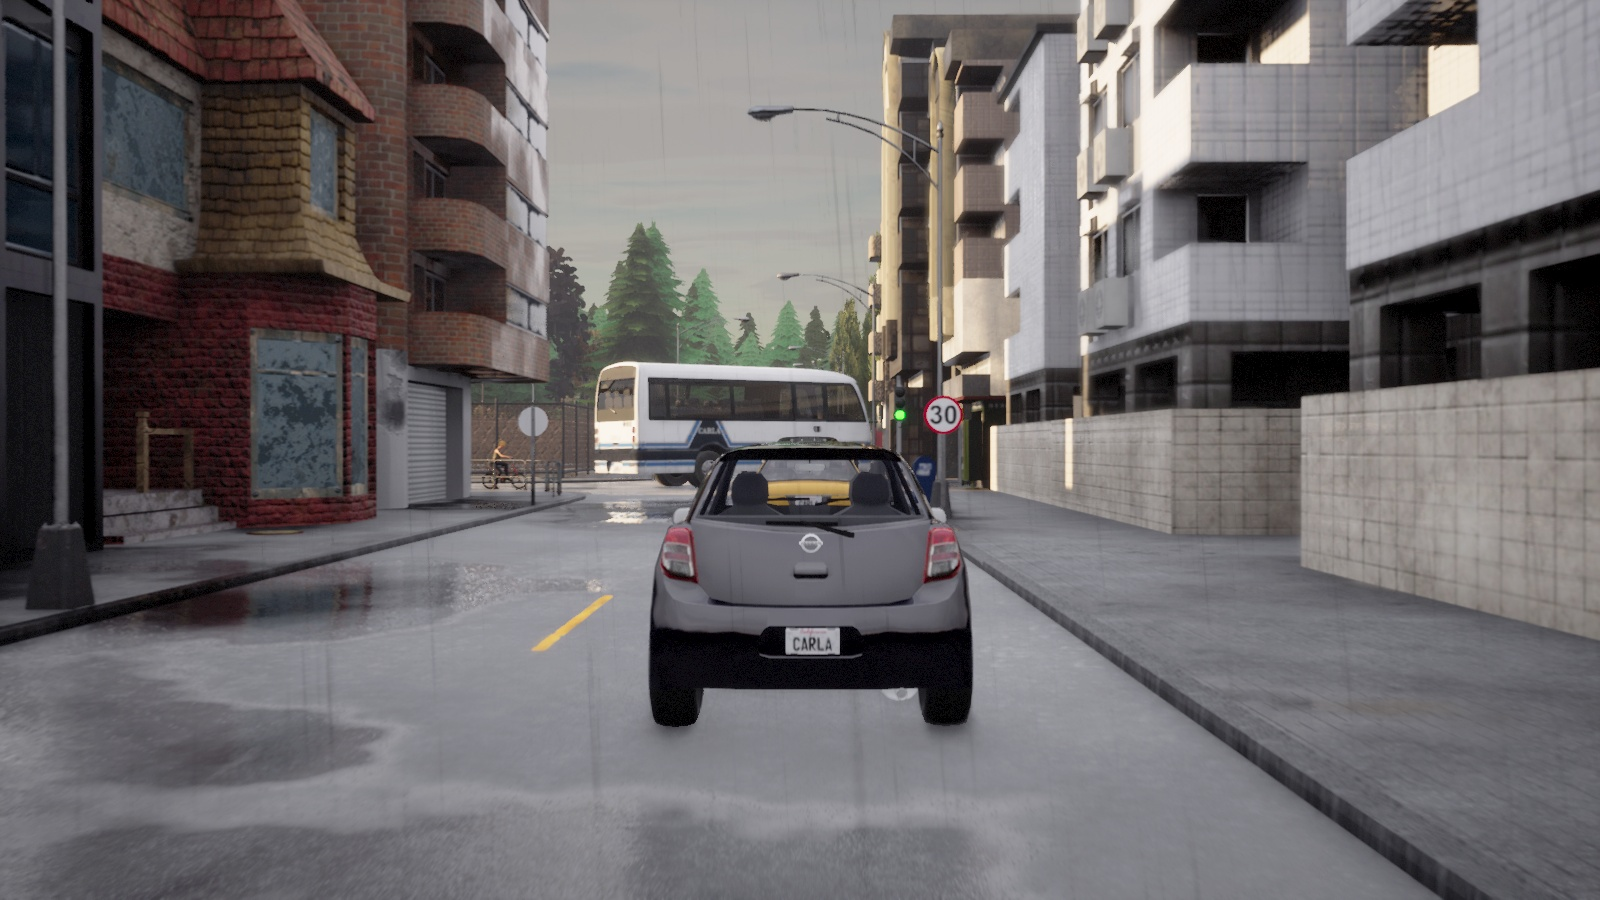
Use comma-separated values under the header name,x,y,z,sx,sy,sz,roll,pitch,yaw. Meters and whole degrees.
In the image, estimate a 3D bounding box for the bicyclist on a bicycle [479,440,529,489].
name,x,y,z,sx,sy,sz,roll,pitch,yaw
bicyclist on a bicycle,-9.844,0.477,41.780,1.509,1.612,0.866,0,0,-5

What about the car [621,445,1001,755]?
name,x,y,z,sx,sy,sz,roll,pitch,yaw
car,0.061,0.723,7.919,1.845,1.501,3.633,0,0,0

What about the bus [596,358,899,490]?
name,x,y,z,sx,sy,sz,roll,pitch,yaw
bus,-1.719,-0.851,44.864,10.273,4.253,3.944,0,0,-35
